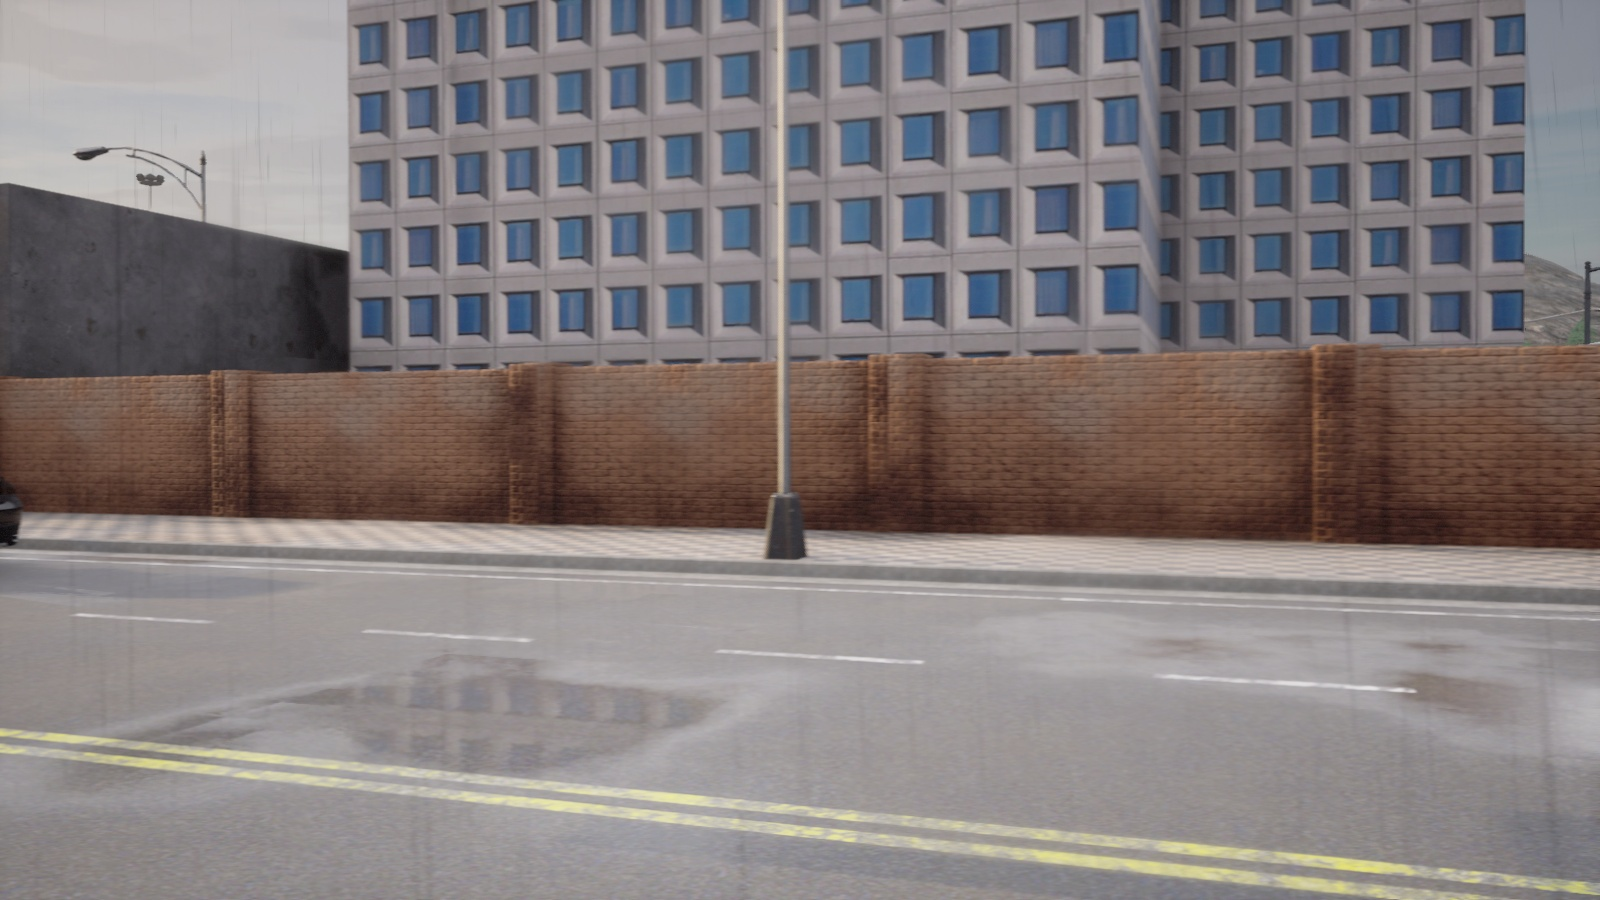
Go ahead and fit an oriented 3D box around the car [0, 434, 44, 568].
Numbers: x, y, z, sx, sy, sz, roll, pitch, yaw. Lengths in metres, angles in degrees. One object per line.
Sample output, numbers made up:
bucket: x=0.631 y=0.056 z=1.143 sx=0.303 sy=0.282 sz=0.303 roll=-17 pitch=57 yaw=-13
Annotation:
car: x=-11.341 y=0.558 z=14.394 sx=4.892 sy=1.490 sz=1.837 roll=1 pitch=1 yaw=18
